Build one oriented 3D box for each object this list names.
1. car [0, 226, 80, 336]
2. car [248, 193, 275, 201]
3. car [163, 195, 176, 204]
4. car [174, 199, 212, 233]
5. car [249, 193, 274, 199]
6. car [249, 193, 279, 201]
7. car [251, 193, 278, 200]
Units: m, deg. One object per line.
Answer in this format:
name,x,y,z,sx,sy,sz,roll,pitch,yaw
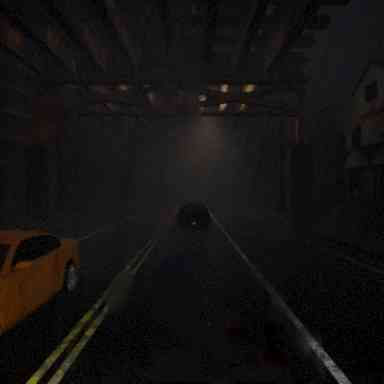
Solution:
car,-3.599,1.474,5.940,1.882,1.535,5.008,0,0,0
car,13.600,0.922,65.076,4.974,1.542,2.038,0,1,25
car,-3.490,1.160,53.152,2.033,1.411,5.357,0,1,0
car,0.103,1.433,19.518,1.882,1.535,5.008,0,1,0
car,13.647,0.765,65.053,4.536,1.218,1.853,0,1,25
car,13.273,0.972,60.918,4.974,1.542,2.038,0,1,-20
car,13.322,0.814,60.934,4.536,1.218,1.853,0,1,-20
